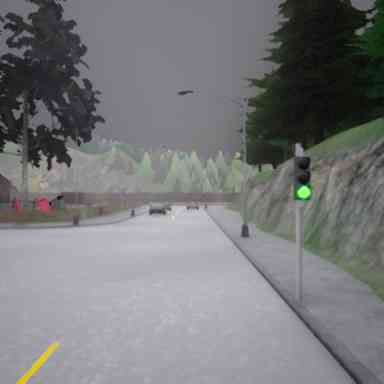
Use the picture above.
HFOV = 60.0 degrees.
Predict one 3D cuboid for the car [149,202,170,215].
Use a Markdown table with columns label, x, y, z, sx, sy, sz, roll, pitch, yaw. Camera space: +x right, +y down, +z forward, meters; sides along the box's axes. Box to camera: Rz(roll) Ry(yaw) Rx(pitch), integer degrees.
| label | x | y | z | sx | sy | sz | roll | pitch | yaw |
| --- | --- | --- | --- | --- | --- | --- | --- | --- | --- |
| car | -4.093 | 1.997 | 40.742 | 1.882 | 1.535 | 5.008 | 0 | -1 | 0 |

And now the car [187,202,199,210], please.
| label | x | y | z | sx | sy | sz | roll | pitch | yaw |
| --- | --- | --- | --- | --- | --- | --- | --- | --- | --- |
| car | 0.105 | 2.261 | 54.713 | 1.994 | 1.385 | 4.181 | 0 | -1 | 0 |

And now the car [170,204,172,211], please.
| label | x | y | z | sx | sy | sz | roll | pitch | yaw |
| --- | --- | --- | --- | --- | --- | --- | --- | --- | --- |
| car | -4.088 | 2.197 | 51.000 | 2.033 | 1.411 | 5.357 | 0 | -1 | 0 |
